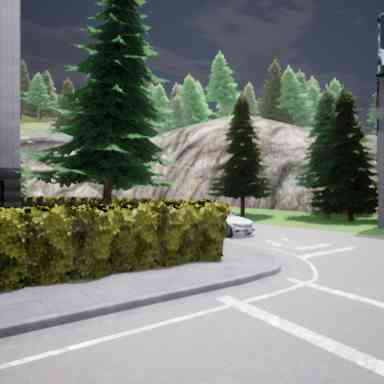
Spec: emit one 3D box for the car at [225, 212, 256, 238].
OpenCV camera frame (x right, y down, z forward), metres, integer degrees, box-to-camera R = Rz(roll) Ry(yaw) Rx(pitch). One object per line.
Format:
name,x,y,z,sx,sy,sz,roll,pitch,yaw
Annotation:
car,1.477,1.684,19.120,1.812,1.442,4.674,0,0,-42
